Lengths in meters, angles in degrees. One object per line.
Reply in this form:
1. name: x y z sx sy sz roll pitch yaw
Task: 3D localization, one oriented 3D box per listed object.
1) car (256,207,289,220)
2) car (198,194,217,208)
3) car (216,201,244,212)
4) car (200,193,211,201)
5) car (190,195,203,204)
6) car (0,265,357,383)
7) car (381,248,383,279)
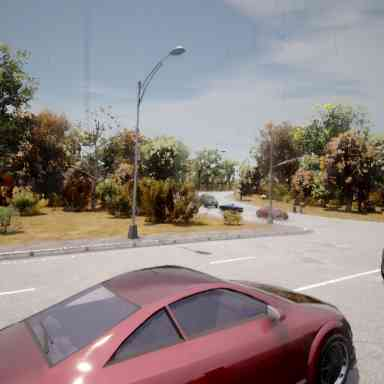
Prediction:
1. car: 9.030 2.357 37.635 1.994 1.385 4.181 3 -1 -22
2. car: 2.806 1.559 56.694 2.150 2.045 5.566 3 2 -13
3. car: 5.513 2.250 46.913 1.895 1.301 4.718 3 0 -18
4. car: 3.200 1.132 78.711 2.128 1.511 4.902 2 2 -1
5. car: 0.850 1.417 66.936 1.837 1.490 4.892 2 2 -8
6. car: -0.005 1.572 3.744 4.181 1.385 1.994 0 0 -36
7. car: 7.017 1.488 8.798 4.553 1.767 2.097 2 -1 -35
